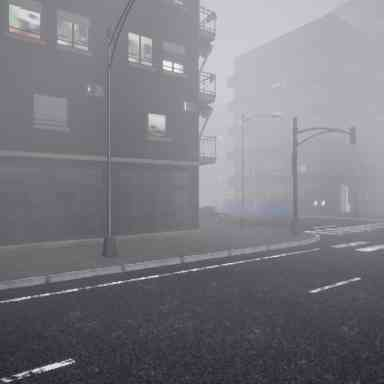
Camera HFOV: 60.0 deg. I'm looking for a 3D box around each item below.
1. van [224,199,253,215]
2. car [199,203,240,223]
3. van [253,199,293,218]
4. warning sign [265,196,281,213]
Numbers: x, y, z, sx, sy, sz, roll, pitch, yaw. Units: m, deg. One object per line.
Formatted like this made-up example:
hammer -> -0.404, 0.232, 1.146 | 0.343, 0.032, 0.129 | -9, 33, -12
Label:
van -> 5.213, 1.676, 38.087 | 1.690, 1.788, 3.998 | -1, 0, -36
car -> 1.788, 1.874, 28.654 | 1.802, 1.307, 4.206 | -1, 0, -36
van -> 8.528, 1.603, 33.571 | 1.690, 1.788, 3.998 | -1, 0, -36
warning sign -> 9.019, 1.400, 36.960 | 1.300, 1.860, 1.060 | 1, 0, -36
